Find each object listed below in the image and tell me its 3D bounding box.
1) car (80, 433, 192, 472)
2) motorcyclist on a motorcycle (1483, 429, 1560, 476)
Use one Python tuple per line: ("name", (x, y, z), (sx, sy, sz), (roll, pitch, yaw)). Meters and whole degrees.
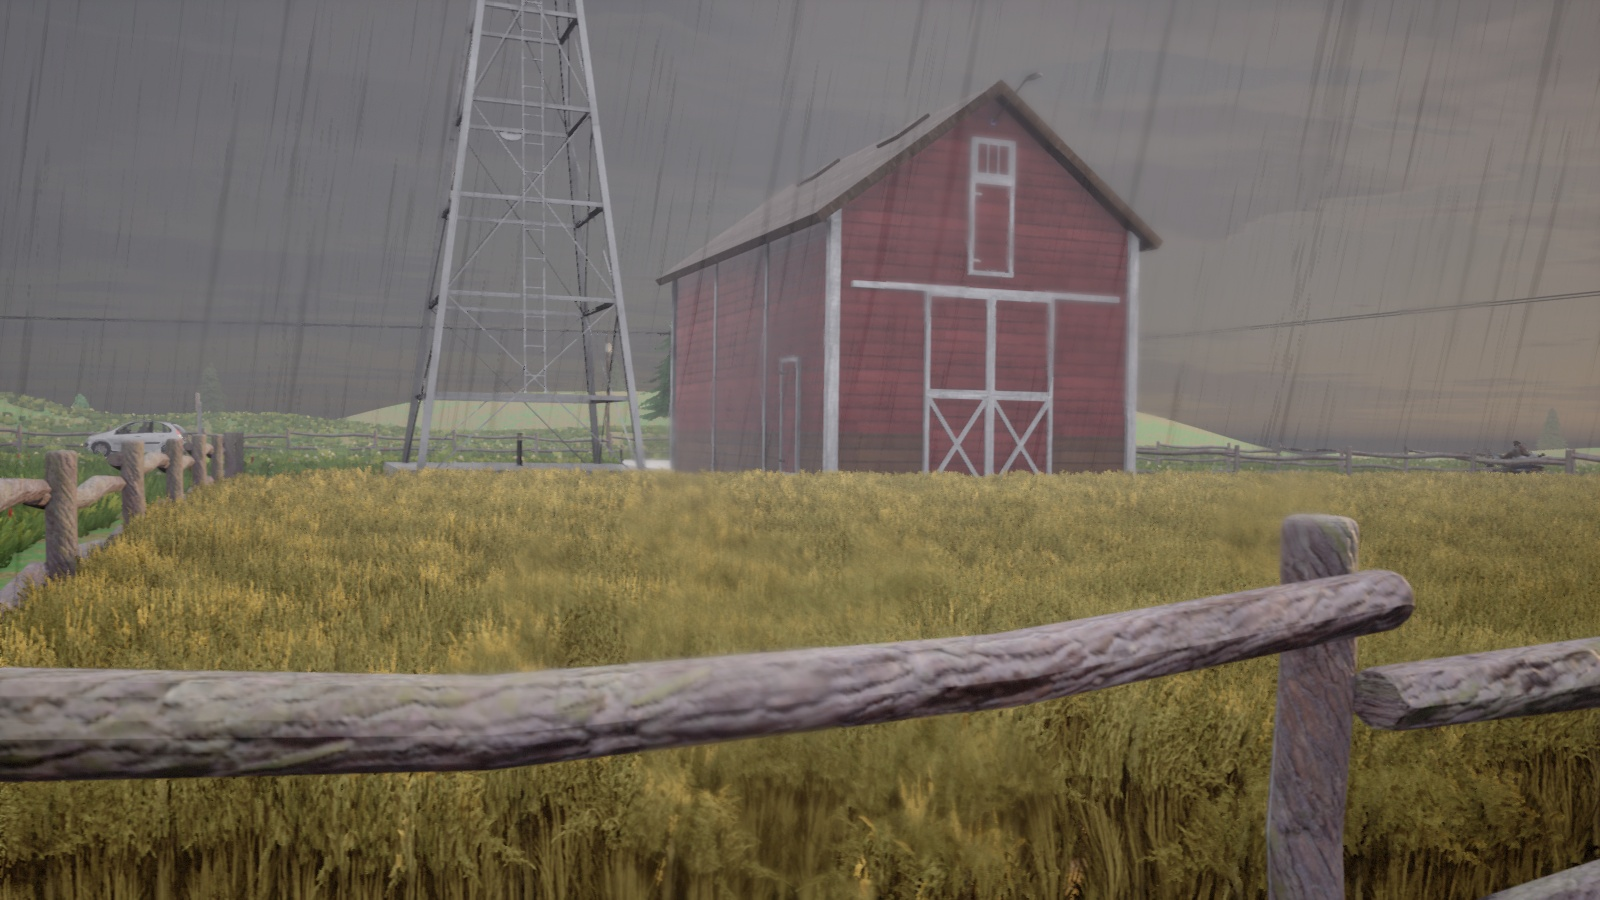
("car", (-28.810, 0.088, 54.590), (3.988, 1.617, 1.851), (-1, 1, -15))
("motorcyclist on a motorcycle", (24.175, 0.068, 42.122), (0.866, 1.530, 2.191), (-1, 1, -21))
